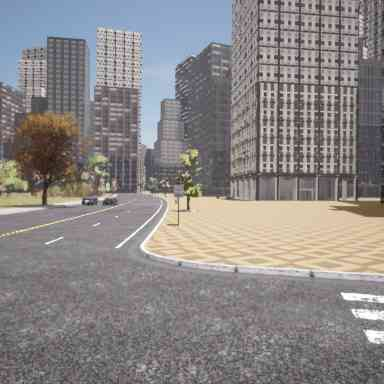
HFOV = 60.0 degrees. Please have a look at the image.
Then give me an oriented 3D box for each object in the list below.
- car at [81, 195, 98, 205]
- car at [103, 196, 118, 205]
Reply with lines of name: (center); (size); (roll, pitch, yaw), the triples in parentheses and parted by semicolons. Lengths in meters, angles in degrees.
car: (-16.285, 1.310, 53.244); (2.128, 1.511, 4.902); (0, 0, -4)
car: (-13.045, 1.411, 53.493); (1.994, 1.385, 4.181); (0, 0, -4)
